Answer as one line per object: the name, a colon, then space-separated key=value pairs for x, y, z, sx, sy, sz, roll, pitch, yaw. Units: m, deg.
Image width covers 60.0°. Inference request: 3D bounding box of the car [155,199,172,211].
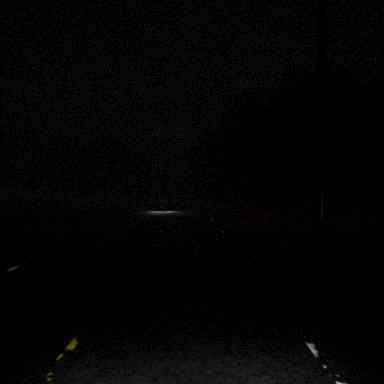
car: x=-3.622 y=1.577 z=42.077 sx=1.812 sy=1.442 sz=4.674 roll=0 pitch=0 yaw=0
